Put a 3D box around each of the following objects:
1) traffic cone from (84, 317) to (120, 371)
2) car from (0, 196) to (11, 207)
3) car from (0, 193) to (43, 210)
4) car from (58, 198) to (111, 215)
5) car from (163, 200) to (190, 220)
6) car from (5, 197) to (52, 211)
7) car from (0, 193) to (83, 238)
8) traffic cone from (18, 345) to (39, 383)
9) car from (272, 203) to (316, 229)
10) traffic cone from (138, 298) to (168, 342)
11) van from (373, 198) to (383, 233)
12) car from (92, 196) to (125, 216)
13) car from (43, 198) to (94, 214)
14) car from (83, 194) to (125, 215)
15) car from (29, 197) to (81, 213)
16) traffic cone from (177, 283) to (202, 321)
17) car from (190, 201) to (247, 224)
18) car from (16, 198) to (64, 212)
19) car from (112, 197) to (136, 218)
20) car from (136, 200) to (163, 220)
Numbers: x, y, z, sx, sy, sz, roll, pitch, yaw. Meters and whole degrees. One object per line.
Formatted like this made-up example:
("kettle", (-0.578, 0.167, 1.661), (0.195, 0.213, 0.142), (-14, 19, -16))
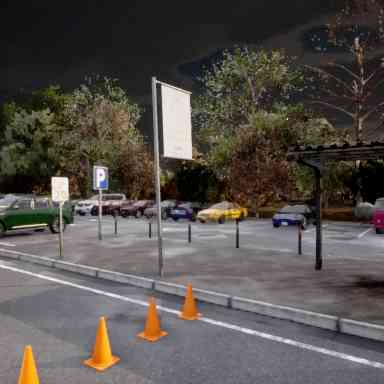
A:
("traffic cone", (-1.192, 1.957, 4.404), (0.340, 0.580, 0.340), (0, 0, 35))
("car", (-29.223, 1.332, 47.824), (1.946, 1.575, 5.366), (1, 0, 35))
("car", (-22.532, 1.153, 42.859), (2.435, 2.045, 5.566), (0, 0, 35))
("car", (-11.162, 1.461, 34.893), (2.231, 1.521, 4.892), (0, 0, 35))
("car", (0.211, 1.504, 26.941), (2.163, 1.488, 4.792), (0, 0, 35))
("car", (-20.231, 1.451, 41.311), (2.163, 1.488, 4.792), (0, 0, 35))
("car", (-8.903, 1.220, 17.289), (2.435, 2.045, 5.566), (0, 0, 35))
("traffic cone", (-1.767, 1.957, 3.587), (0.340, 0.580, 0.340), (0, 0, 35))
("car", (6.990, 1.513, 22.104), (2.163, 1.488, 4.792), (0, 0, 35))
("traffic cone", (-0.617, 1.957, 5.220), (0.340, 0.580, 0.340), (0, 0, 35))
("van", (11.615, 1.264, 19.031), (1.878, 1.987, 4.442), (0, 0, 35))
("car", (-6.615, 1.466, 31.710), (2.097, 1.535, 5.008), (0, 0, 35))
("car", (-13.434, 1.454, 36.491), (2.097, 1.535, 5.008), (0, 0, 35))
("car", (-8.905, 1.211, 33.278), (2.435, 2.045, 5.566), (0, 0, 35))
("car", (-15.596, 1.444, 38.243), (1.946, 1.575, 5.366), (0, 0, 35))
("traffic cone", (-0.042, 1.957, 6.036), (0.340, 0.580, 0.340), (0, 0, 36))
("car", (2.358, 1.475, 25.169), (1.946, 1.575, 5.366), (0, 0, 35))
("car", (-17.987, 1.468, 39.663), (2.163, 1.488, 4.792), (0, 0, 35))
("car", (-4.344, 1.469, 30.114), (2.097, 1.535, 5.008), (0, 0, 35))
("car", (-2.072, 1.473, 28.518), (2.231, 1.521, 4.892), (0, 0, 35))
